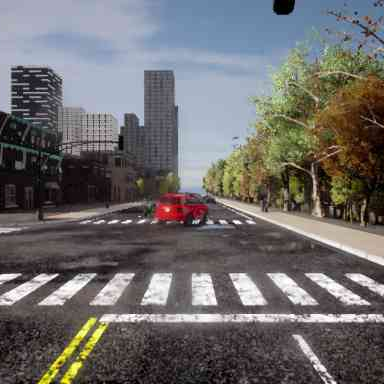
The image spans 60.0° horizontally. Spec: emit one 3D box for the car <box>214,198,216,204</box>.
[{"bbox_3d":[3.462,1.556,63.146,1.994,1.385,4.181,0,0,0],"label":"car"}]

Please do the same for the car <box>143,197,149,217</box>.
[{"bbox_3d":[-3.287,1.220,32.080,2.150,2.045,5.566,0,0,0],"label":"car"}]

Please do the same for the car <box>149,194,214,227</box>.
[{"bbox_3d":[-0.545,1.223,23.356,2.150,2.045,5.566,1,1,22],"label":"car"}]

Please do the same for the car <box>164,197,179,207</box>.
[{"bbox_3d":[-3.247,1.542,52.848,2.033,1.411,5.357,0,0,0],"label":"car"}]

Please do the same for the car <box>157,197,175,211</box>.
[{"bbox_3d":[-3.264,1.474,42.262,1.882,1.535,5.008,0,0,0],"label":"car"}]

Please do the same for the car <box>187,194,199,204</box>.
[{"bbox_3d":[0.208,1.345,63.016,2.097,1.767,4.553,0,0,0],"label":"car"}]

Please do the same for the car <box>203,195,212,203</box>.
[{"bbox_3d":[3.378,1.490,73.102,1.837,1.490,4.892,0,0,0],"label":"car"}]
